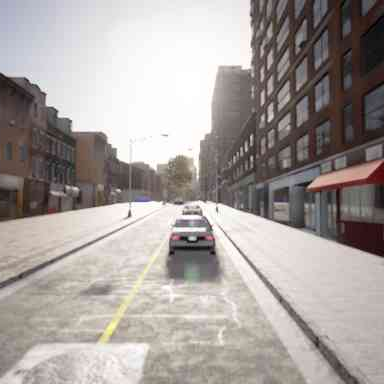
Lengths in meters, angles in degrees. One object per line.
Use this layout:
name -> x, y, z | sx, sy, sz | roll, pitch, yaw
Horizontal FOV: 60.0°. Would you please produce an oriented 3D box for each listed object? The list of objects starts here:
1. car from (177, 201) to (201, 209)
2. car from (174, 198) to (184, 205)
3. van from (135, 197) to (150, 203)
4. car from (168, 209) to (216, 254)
car -> 0.027, 1.779, 29.037 | 2.033, 1.411, 5.357 | 0, 0, 0
car -> -2.689, 1.888, 68.939 | 1.882, 1.535, 5.008 | 0, 0, 0
van -> -12.848, 2.108, 86.418 | 3.998, 1.788, 1.690 | 0, -3, 0
car -> 0.014, 1.678, 14.026 | 2.033, 1.411, 5.357 | 0, 0, 0
